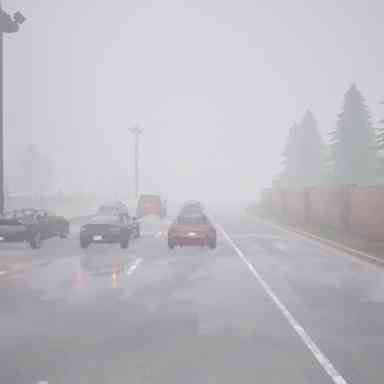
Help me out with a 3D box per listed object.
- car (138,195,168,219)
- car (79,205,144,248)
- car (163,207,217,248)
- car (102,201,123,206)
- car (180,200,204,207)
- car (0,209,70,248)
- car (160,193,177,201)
[{"bbox_3d":[-3.500,1.258,29.680,2.150,2.045,5.566,0,0,0],"label":"car"},{"bbox_3d":[-3.500,1.533,14.650,1.812,1.442,4.674,0,0,0],"label":"car"},{"bbox_3d":[0.000,1.573,14.650,1.994,1.385,4.181,0,0,0],"label":"car"},{"bbox_3d":[-7.000,1.533,29.650,1.812,1.442,4.674,0,0,0],"label":"car"},{"bbox_3d":[0.000,1.517,29.650,1.837,1.490,4.892,0,0,0],"label":"car"},{"bbox_3d":[-7.000,1.495,14.650,2.128,1.511,4.902,0,0,0],"label":"car"},{"bbox_3d":[-6.019,1.266,85.098,2.097,1.767,4.553,0,0,29],"label":"car"}]
